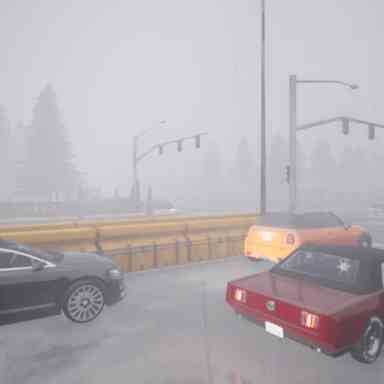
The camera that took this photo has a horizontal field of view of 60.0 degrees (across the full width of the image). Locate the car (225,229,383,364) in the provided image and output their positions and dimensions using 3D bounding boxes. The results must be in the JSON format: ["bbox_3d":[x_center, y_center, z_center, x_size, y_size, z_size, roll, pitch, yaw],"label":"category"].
[{"bbox_3d":[2.937,1.594,5.848,4.718,1.301,1.895,0,0,-36],"label":"car"}]

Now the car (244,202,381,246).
[{"bbox_3d":[3.884,1.340,10.829,4.553,1.767,2.097,0,0,-36],"label":"car"}]

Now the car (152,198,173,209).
[{"bbox_3d":[-4.244,1.536,43.989,1.994,1.385,4.181,0,0,-36],"label":"car"}]

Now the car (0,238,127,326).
[{"bbox_3d":[-3.528,1.491,5.521,4.902,1.511,2.128,0,0,-36],"label":"car"}]

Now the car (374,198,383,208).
[{"bbox_3d":[25.512,1.488,43.749,5.357,1.411,2.033,0,0,-35],"label":"car"}]
